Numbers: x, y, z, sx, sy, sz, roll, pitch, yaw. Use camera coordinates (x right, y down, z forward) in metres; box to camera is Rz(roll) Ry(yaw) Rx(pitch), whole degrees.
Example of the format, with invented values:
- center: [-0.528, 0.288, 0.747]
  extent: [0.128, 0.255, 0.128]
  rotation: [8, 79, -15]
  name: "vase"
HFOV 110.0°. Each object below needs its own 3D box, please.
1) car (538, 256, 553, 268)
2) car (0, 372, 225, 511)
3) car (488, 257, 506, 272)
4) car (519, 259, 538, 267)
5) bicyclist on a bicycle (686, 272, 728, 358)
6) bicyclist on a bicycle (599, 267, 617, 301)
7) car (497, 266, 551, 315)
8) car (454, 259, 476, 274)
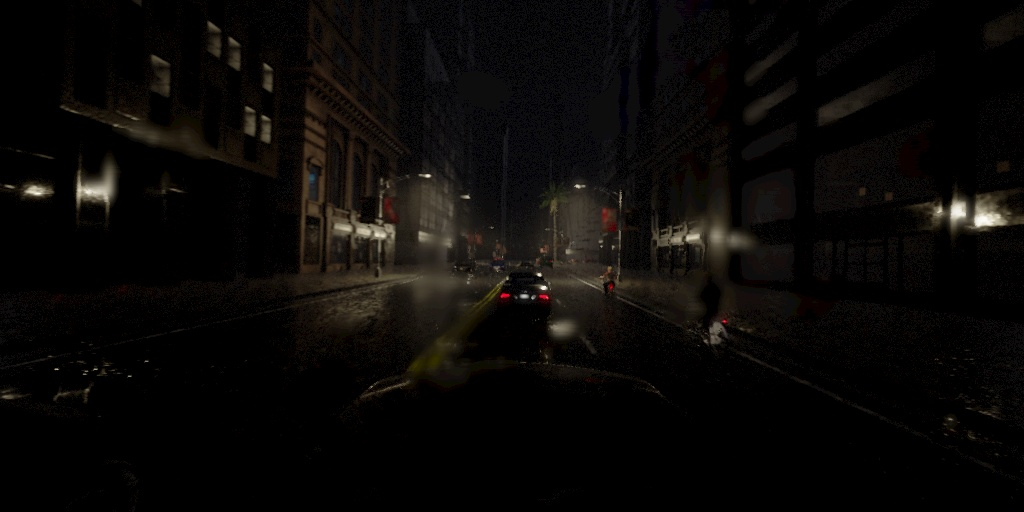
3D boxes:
- center: [5.858, 1.005, 62.164]
  extent: [2.150, 2.045, 5.566]
  rotation: [2, 1, 2]
  name: "car"
- center: [-3.515, 1.255, 0.870]
  extent: [1.895, 1.301, 4.718]
  rotation: [2, 0, 2]
  name: "car"
- center: [-1.658, 1.176, 43.348]
  extent: [1.812, 1.442, 4.674]
  rotation: [2, 0, 3]
  name: "car"
- center: [2.003, 1.221, 48.392]
  extent: [2.128, 1.511, 4.902]
  rotation: [2, 0, 2]
  name: "car"
- center: [4.301, 1.240, 8.018]
  extent: [0.659, 1.776, 1.843]
  rotation: [2, 0, 2]
  name: "bicyclist on a bicycle"
- center: [4.685, 1.314, 17.309]
  extent: [0.866, 1.612, 1.509]
  rotation: [2, 0, 3]
  name: "bicyclist on a bicycle"
- center: [0.495, 1.314, 13.703]
  extent: [2.033, 1.411, 5.357]
  rotation: [2, 0, 2]
  name: "car"
- center: [-5.089, 1.050, 39.319]
  extent: [1.882, 1.535, 5.008]
  rotation: [2, 0, 3]
  name: "car"
